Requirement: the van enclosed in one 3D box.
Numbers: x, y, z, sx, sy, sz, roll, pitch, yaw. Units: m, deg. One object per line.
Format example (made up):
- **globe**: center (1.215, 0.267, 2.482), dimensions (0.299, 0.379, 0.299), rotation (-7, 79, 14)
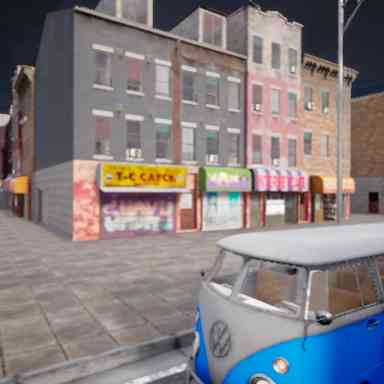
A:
- **van**: center (1.894, 1.322, 4.017), dimensions (3.998, 1.788, 1.690), rotation (0, 0, -33)
